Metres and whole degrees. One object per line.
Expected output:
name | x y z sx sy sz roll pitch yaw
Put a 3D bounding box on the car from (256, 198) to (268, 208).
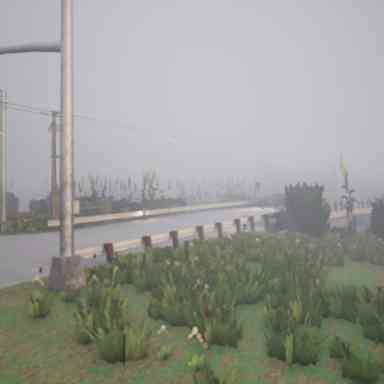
car | 7.946 0.839 32.056 1.994 1.385 4.181 0 0 43
